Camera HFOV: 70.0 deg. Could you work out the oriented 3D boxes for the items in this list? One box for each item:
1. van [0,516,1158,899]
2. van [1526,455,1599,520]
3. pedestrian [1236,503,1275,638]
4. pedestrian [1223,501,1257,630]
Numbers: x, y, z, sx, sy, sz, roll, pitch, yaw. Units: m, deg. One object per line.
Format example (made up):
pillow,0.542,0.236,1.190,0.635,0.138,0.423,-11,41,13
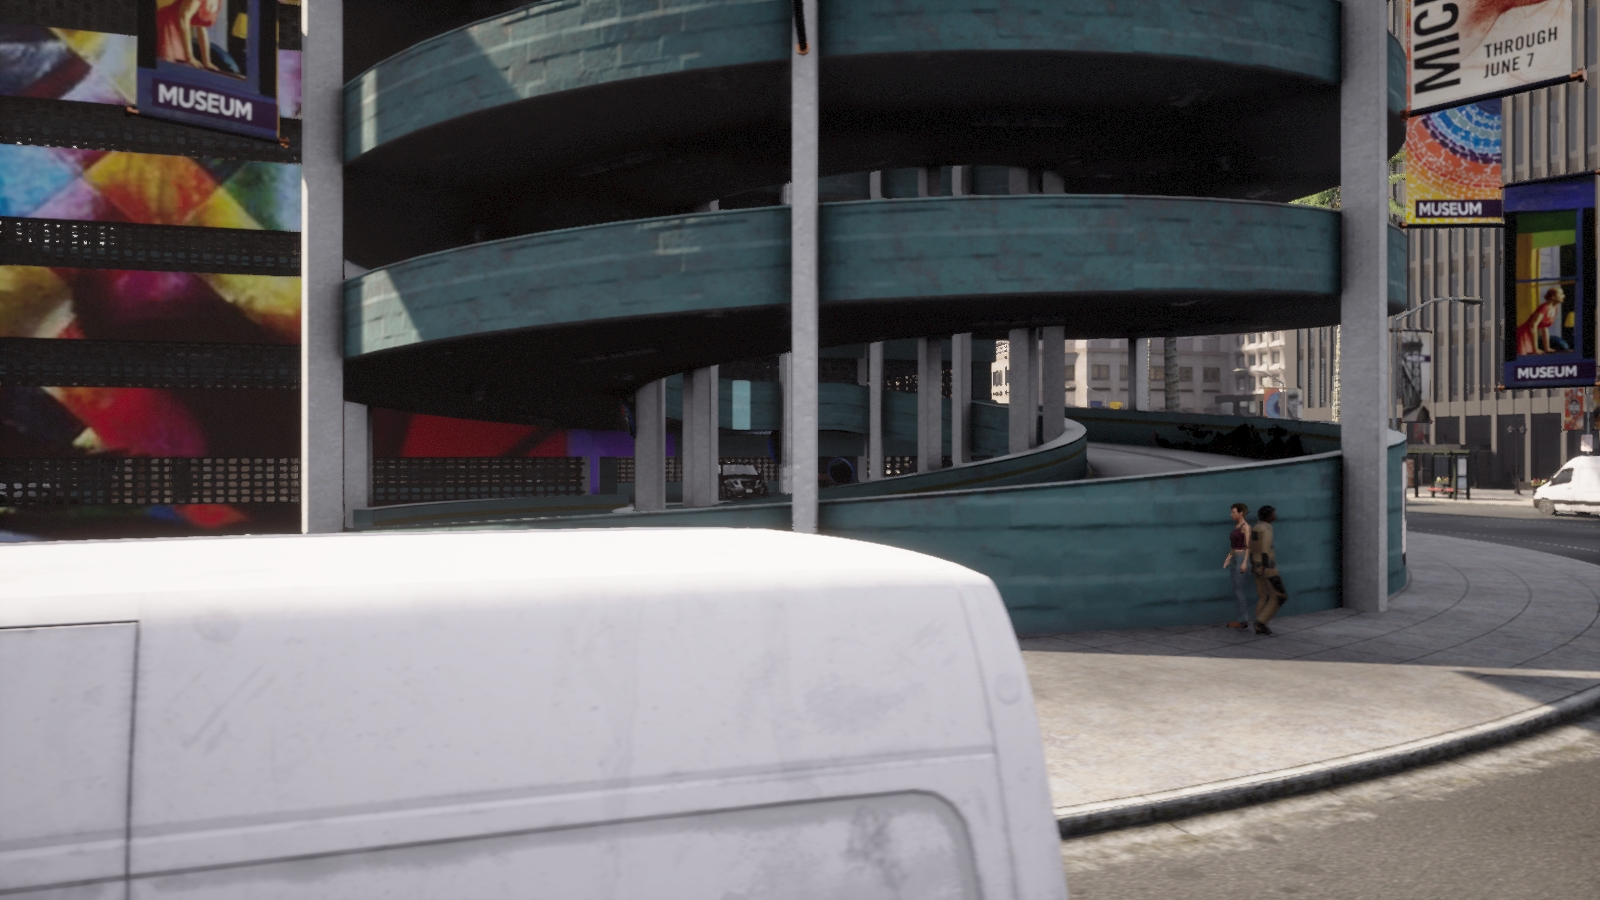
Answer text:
van,-2.349,1.535,2.415,5.915,2.561,1.988,0,0,-20
van,32.768,1.511,46.445,1.988,2.561,5.915,0,0,-11
pedestrian,6.444,1.693,16.171,0.375,1.860,0.375,0,0,-4
pedestrian,6.466,1.690,16.798,0.375,1.860,0.375,0,0,6
